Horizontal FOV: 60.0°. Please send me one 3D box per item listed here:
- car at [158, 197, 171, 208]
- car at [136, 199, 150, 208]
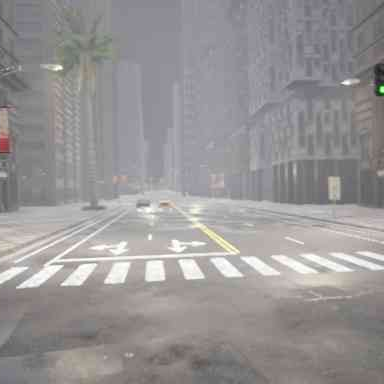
[{"bbox_3d":[-4.318,1.574,52.031,1.882,1.535,5.008,-1,0,-6],"label":"car"},{"bbox_3d":[-7.546,1.730,51.683,1.994,1.385,4.181,-1,0,-6],"label":"car"}]
